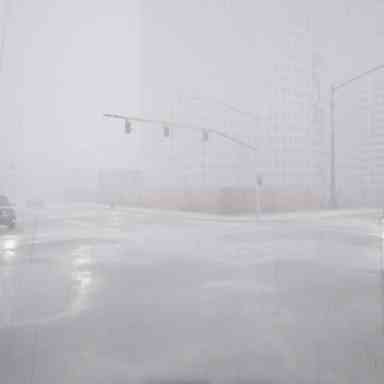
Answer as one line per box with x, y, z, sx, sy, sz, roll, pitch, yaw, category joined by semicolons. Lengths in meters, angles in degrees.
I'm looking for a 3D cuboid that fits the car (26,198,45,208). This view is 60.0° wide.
-22.734;1.517;48.323;1.994;1.385;4.181;0;0;-35;car

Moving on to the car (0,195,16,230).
-12.448;1.215;20.699;2.150;2.045;5.566;0;0;-35;car
